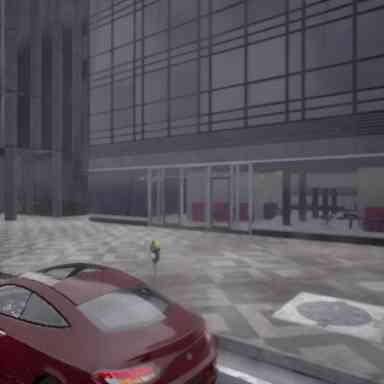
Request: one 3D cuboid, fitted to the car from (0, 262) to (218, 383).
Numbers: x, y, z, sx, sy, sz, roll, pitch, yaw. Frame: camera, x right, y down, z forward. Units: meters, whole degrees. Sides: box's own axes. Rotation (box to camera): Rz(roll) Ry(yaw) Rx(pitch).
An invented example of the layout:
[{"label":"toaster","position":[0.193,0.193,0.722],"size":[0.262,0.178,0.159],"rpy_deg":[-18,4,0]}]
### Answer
[{"label":"car","position":[-1.678,1.573,4.159],"size":[4.206,1.307,1.802],"rpy_deg":[0,0,36]}]
